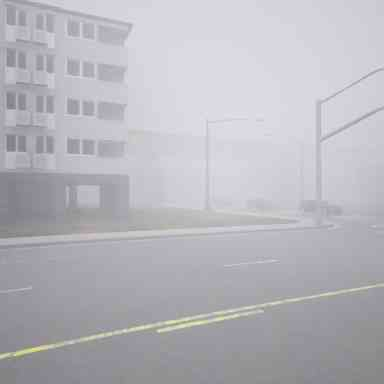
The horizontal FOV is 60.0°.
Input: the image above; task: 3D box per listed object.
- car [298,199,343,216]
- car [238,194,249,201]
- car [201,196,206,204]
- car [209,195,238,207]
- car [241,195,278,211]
[{"bbox_3d":[12.834,1.505,33.440,1.837,1.490,4.892,0,0,-25],"label":"car"},{"bbox_3d":[11.407,1.540,75.339,2.033,1.411,5.357,0,0,41],"label":"car"},{"bbox_3d":[2.728,1.505,61.448,1.837,1.490,4.892,0,0,3],"label":"car"},{"bbox_3d":[4.676,1.505,51.310,1.837,1.490,4.892,0,0,-21],"label":"car"},{"bbox_3d":[8.803,1.491,42.015,2.128,1.511,4.902,0,0,-25],"label":"car"}]
